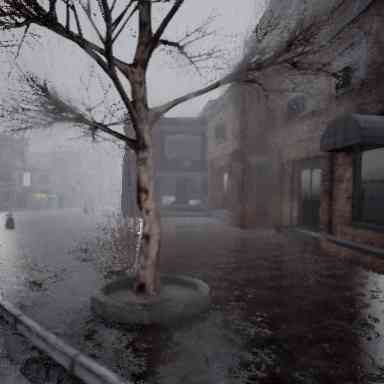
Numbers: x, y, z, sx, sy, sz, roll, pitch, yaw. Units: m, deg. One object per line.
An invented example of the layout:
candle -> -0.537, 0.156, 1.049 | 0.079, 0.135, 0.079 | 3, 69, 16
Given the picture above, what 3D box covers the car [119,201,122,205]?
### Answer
car -> -13.726, 2.131, 70.752 | 2.033, 1.411, 5.357 | 2, -1, 12
